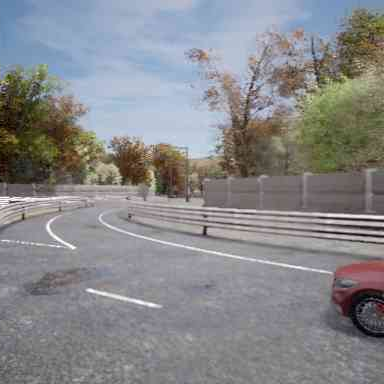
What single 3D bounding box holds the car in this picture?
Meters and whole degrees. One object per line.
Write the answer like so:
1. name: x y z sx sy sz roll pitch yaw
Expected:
1. car: 4.522 1.479 4.821 4.674 1.442 1.812 0 0 36
